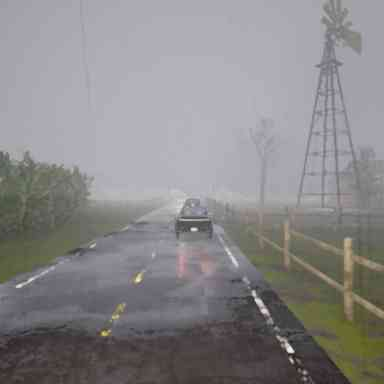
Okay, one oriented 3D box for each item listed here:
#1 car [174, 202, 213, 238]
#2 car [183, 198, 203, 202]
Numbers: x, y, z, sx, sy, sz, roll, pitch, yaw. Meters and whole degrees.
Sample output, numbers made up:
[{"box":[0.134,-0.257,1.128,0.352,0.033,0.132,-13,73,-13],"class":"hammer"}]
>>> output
[{"box":[0.098,1.502,17.656,2.128,1.511,4.902,0,0,0],"class":"car"},{"box":[0.094,1.381,35.476,2.097,1.767,4.553,0,0,0],"class":"car"}]
